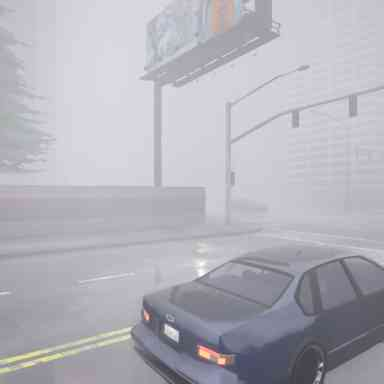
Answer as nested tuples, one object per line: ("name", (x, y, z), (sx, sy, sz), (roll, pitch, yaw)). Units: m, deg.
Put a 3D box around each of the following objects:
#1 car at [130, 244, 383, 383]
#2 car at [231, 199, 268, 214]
("car", (1.796, 1.547, 5.044), (5.357, 1.411, 2.033), (0, 0, -37))
("car", (5.901, 1.477, 35.638), (1.882, 1.535, 5.008), (0, 0, -35))
